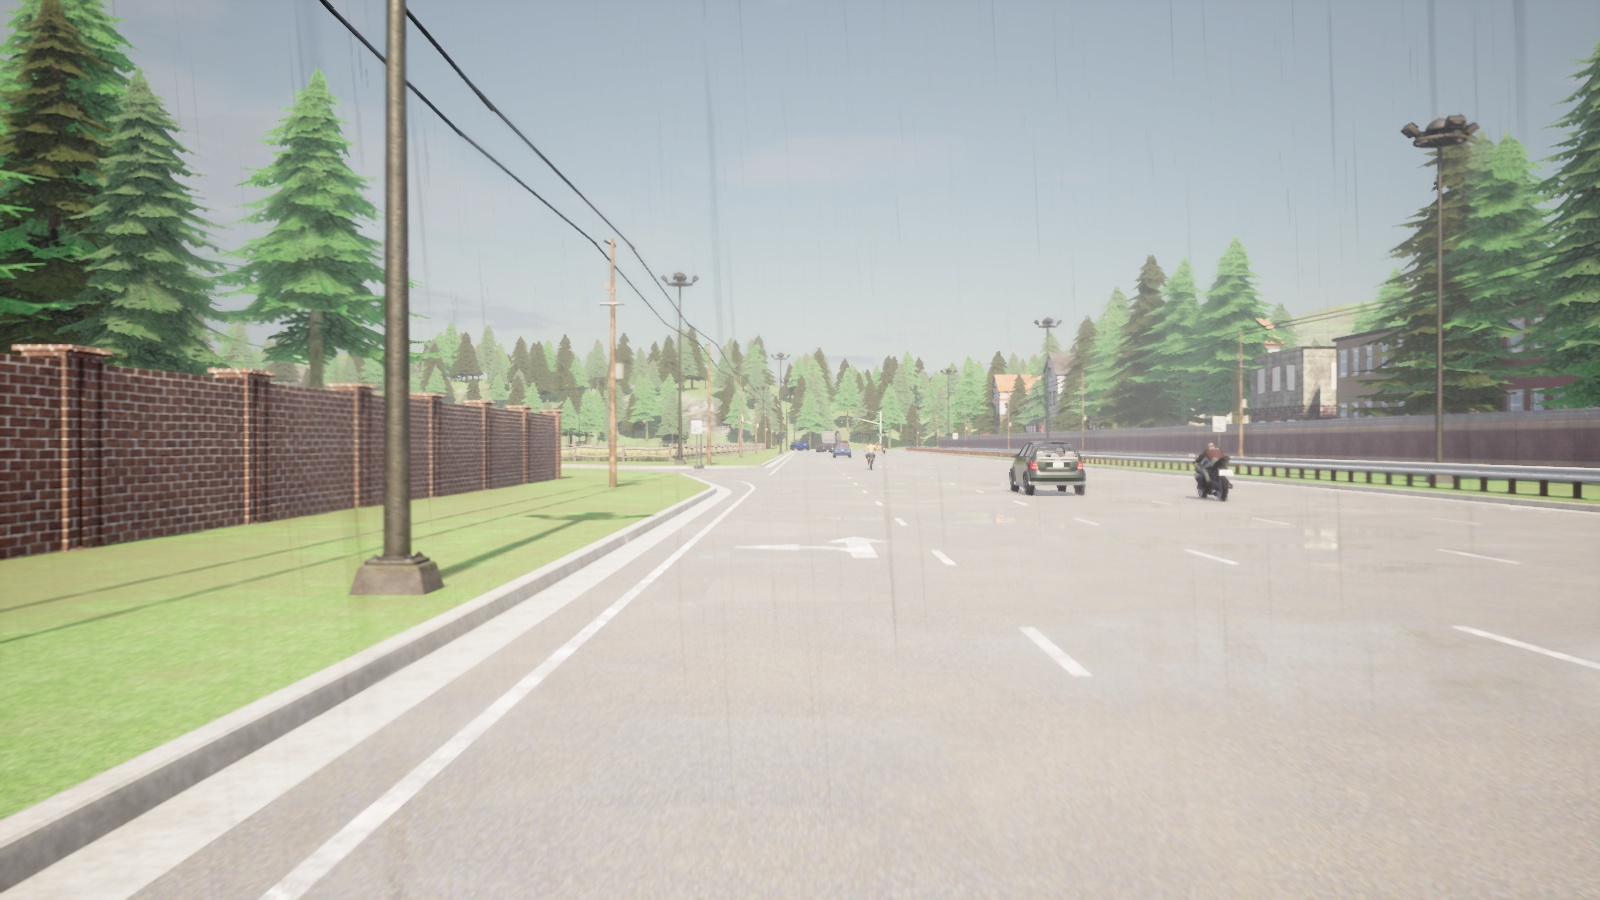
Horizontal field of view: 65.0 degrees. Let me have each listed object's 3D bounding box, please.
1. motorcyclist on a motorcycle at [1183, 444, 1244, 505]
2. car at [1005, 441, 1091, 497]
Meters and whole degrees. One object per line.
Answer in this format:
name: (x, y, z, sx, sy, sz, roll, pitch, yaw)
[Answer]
motorcyclist on a motorcycle: (10.702, 0.606, 32.598, 0.866, 1.530, 2.191, 0, 0, 0)
car: (7.226, 0.523, 36.904, 1.789, 1.549, 3.705, 0, 0, 0)
